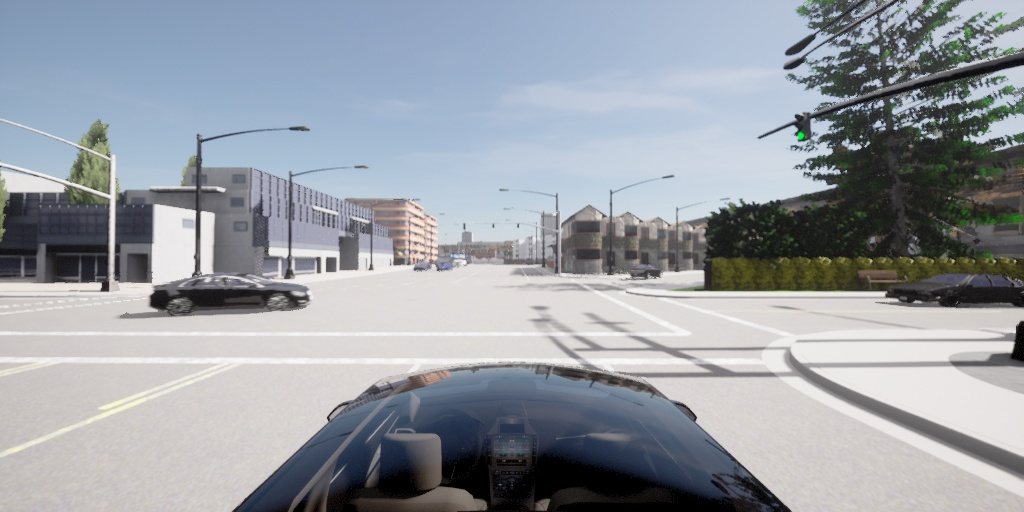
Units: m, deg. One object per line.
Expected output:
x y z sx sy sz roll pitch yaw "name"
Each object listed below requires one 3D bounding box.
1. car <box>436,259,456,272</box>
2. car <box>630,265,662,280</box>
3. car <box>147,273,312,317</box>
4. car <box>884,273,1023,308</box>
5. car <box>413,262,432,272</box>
-10.608 1.677 56.632 1.812 1.442 4.674 0 1 0 "car"
14.539 1.739 38.695 4.902 1.511 2.128 1 -1 -45 "car"
-10.393 1.398 13.568 4.902 1.511 2.128 0 0 -21 "car"
19.490 1.430 15.396 5.357 1.411 2.033 0 -1 0 "car"
-14.106 1.696 56.875 2.033 1.411 5.357 0 1 0 "car"
